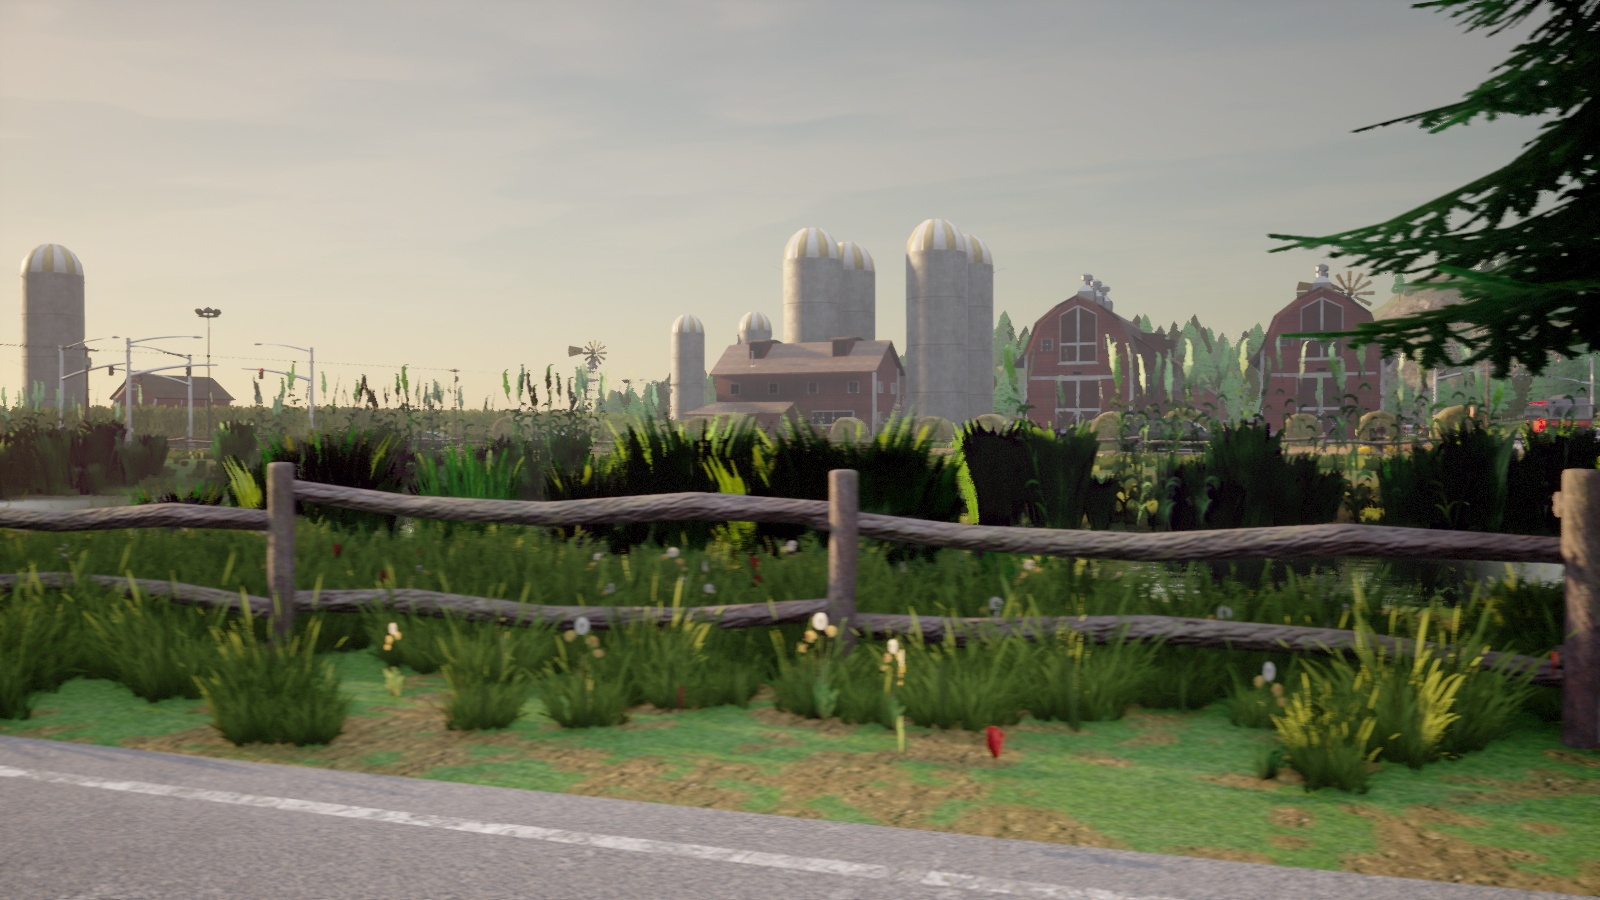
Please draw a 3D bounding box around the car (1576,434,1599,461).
[{"bbox_3d":[47.074,-0.163,73.726,1.837,1.490,4.892,1,1,23],"label":"car"}]

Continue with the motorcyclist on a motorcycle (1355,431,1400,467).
[{"bbox_3d":[25.841,-0.051,56.197,1.817,1.590,0.866,1,1,26],"label":"motorcyclist on a motorcycle"}]

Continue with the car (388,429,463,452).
[{"bbox_3d":[-25.251,-0.647,84.673,4.892,1.490,1.837,1,1,26],"label":"car"}]

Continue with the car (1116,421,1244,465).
[{"bbox_3d":[18.102,-0.374,59.920,5.566,2.045,2.150,1,1,26],"label":"car"}]
